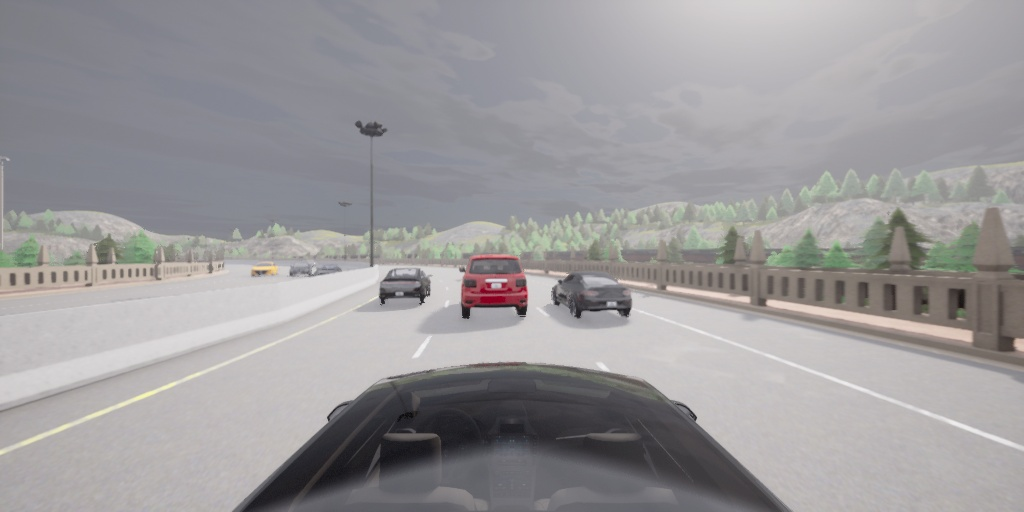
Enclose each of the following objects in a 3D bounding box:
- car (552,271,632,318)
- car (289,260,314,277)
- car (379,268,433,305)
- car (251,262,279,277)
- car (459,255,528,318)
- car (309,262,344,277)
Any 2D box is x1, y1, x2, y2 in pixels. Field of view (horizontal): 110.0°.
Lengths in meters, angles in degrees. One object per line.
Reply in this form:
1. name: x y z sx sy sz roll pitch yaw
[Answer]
1. car: 2.741 1.277 12.995 1.812 1.442 4.674 0 0 -6
2. car: -22.132 1.406 37.779 1.812 1.442 4.674 0 0 -25
3. car: -4.783 1.277 16.476 2.128 1.511 4.902 0 0 -9
4. car: -26.124 1.375 38.036 1.882 1.535 5.008 0 0 -26
5. car: -0.773 0.987 13.388 2.150 2.045 5.566 0 0 -7
6. car: -15.722 1.410 30.911 1.994 1.385 4.181 0 0 -19
